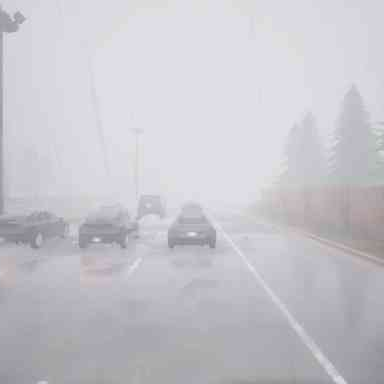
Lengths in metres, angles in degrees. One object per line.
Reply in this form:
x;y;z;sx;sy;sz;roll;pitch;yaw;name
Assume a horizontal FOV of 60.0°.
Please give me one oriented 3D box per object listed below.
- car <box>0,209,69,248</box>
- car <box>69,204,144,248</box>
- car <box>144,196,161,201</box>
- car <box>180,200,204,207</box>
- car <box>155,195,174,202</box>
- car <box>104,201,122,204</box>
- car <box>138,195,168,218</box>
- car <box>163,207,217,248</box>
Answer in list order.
-7.000;1.513;14.650;1.837;1.490;4.892;0;0;0;car
-3.500;1.513;14.650;1.837;1.490;4.892;0;0;0;car
-9.375;1.529;78.936;1.895;1.301;4.718;0;0;26;car
0.000;1.514;29.650;1.837;1.490;4.892;0;0;0;car
-6.275;1.481;77.312;2.033;1.411;5.357;0;0;26;car
-7.000;1.530;29.650;1.812;1.442;4.674;0;0;0;car
-3.500;1.255;29.680;2.150;2.045;5.566;0;0;0;car
0.000;1.570;14.650;1.994;1.385;4.181;0;0;0;car
